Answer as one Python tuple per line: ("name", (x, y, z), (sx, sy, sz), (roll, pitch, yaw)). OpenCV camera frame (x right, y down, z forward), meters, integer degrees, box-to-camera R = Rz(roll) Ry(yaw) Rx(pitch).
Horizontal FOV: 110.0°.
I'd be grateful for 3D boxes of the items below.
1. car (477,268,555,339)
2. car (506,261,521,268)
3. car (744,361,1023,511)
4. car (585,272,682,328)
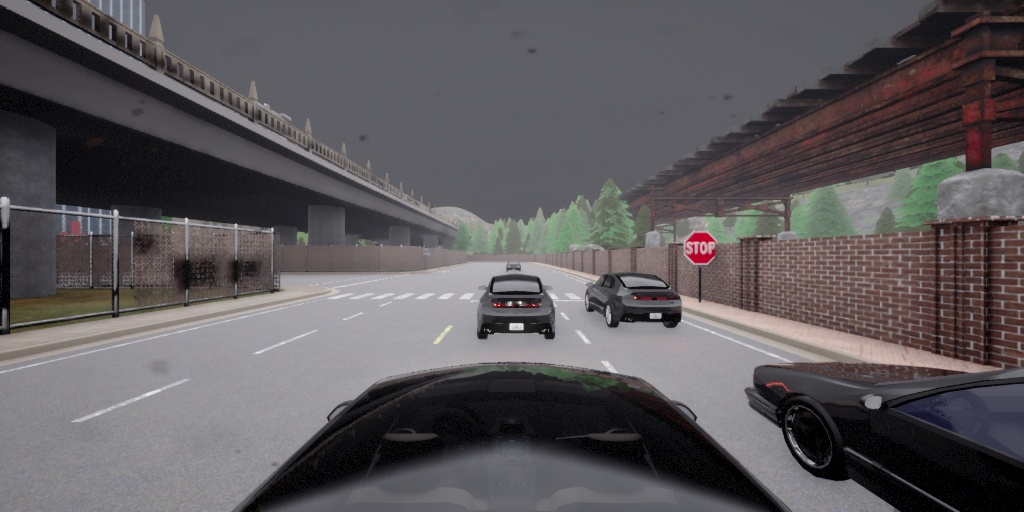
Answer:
("car", (0.099, 1.255, 10.034), (1.837, 1.490, 4.892), (0, 0, 0))
("car", (0.184, 1.351, 46.316), (1.895, 1.301, 4.718), (0, 0, -1))
("car", (3.600, 1.297, 1.647), (2.033, 1.411, 5.357), (0, 0, 0))
("car", (3.600, 1.255, 11.393), (1.837, 1.490, 4.892), (0, 0, 0))
